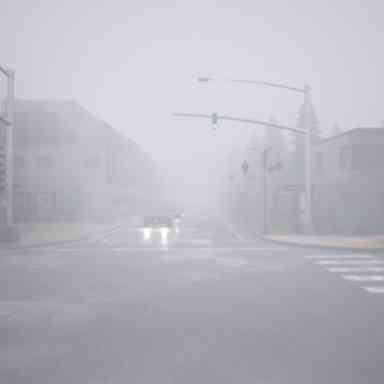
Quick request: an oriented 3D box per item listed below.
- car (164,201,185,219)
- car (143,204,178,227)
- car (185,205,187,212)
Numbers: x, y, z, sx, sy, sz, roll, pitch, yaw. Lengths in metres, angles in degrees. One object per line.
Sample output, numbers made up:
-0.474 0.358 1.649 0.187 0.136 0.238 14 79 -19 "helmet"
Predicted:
-2.144 1.776 34.186 2.097 1.767 4.553 0 -1 2 "car"
-2.484 1.887 25.682 1.994 1.385 4.181 0 -1 2 "car"
-1.710 2.100 44.926 2.033 1.411 5.357 0 -1 3 "car"
